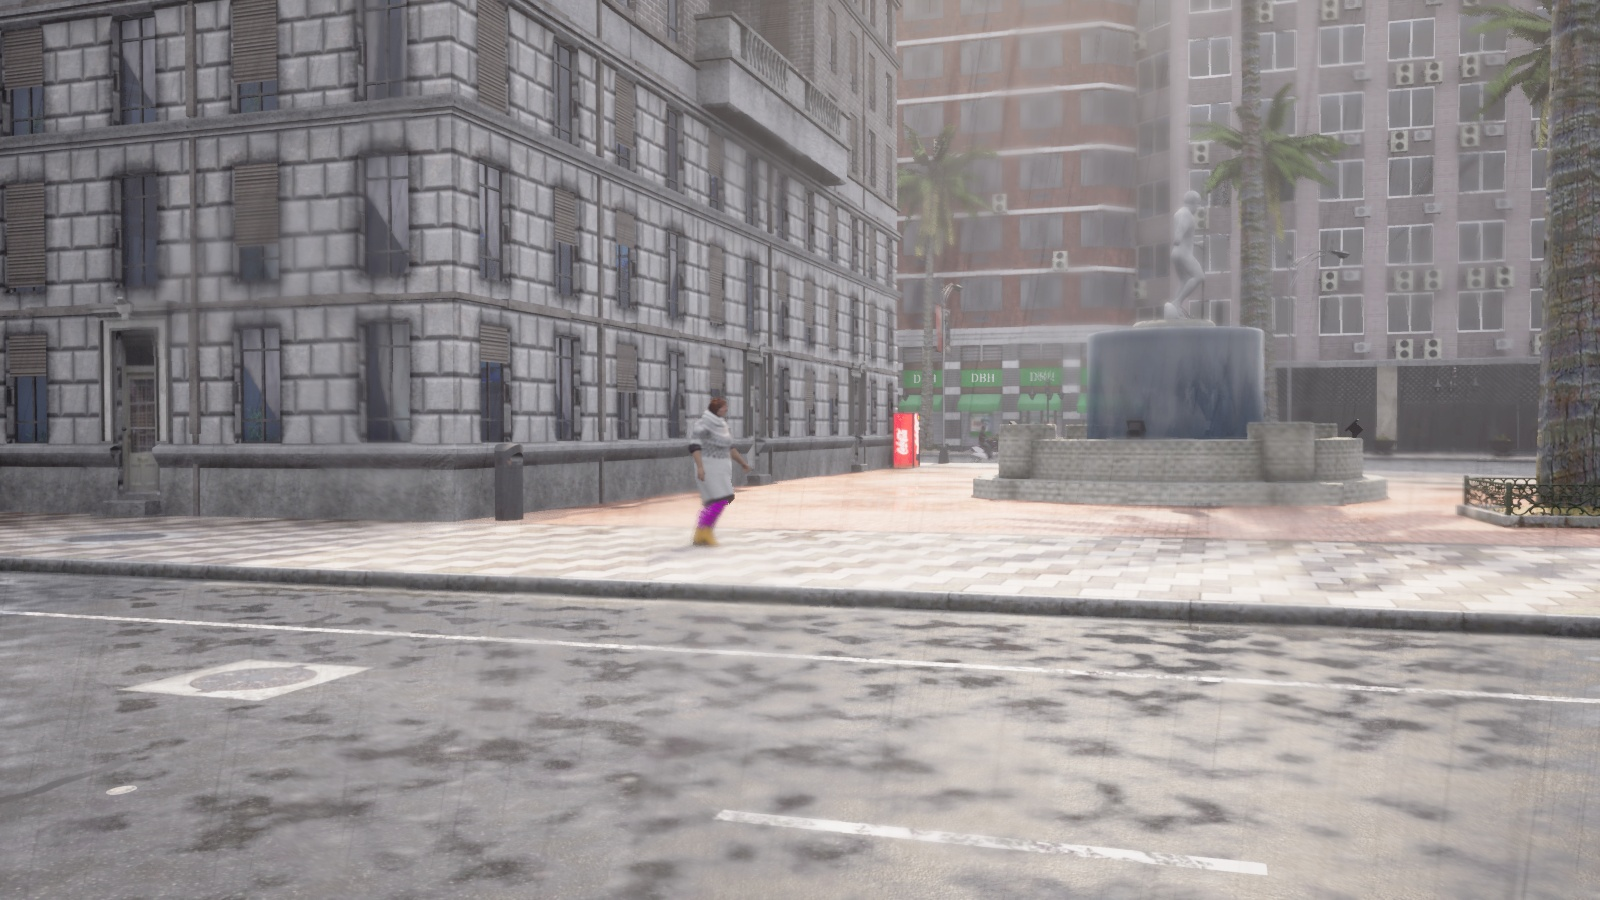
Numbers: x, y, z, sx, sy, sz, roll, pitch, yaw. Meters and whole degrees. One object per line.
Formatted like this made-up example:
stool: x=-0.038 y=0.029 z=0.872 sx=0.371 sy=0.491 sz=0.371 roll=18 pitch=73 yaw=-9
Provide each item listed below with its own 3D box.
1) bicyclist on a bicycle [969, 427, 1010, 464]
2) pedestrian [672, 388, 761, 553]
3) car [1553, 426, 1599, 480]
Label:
bicyclist on a bicycle: x=9.061 y=-0.232 z=60.143 sx=1.843 sy=1.776 sz=0.659 roll=0 pitch=1 yaw=27
pedestrian: x=-1.015 y=0.235 z=15.276 sx=0.873 sy=1.952 sz=0.659 roll=1 pitch=1 yaw=24
car: x=25.443 y=0.104 z=37.259 sx=2.152 sy=1.651 sz=5.027 roll=0 pitch=1 yaw=-23
